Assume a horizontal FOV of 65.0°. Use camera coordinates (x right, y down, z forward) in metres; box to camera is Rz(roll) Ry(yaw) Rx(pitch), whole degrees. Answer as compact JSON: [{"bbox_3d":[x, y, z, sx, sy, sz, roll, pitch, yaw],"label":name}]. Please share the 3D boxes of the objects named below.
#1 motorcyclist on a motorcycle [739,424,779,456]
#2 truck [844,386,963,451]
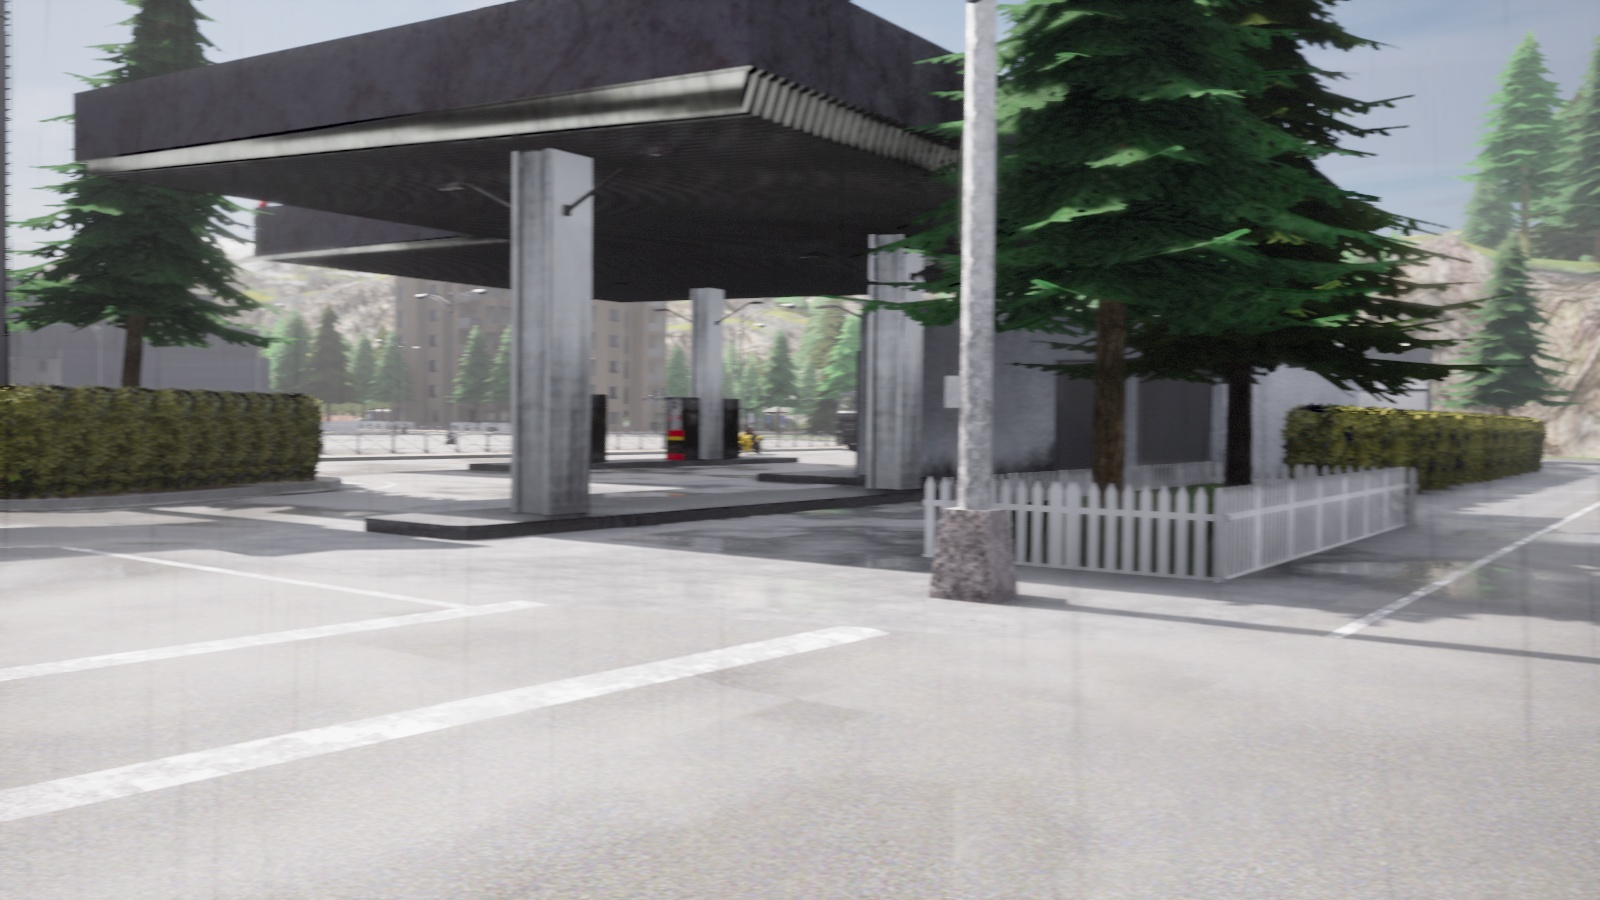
[{"bbox_3d":[-1.950,-0.483,60.595,0.797,1.523,2.044,0,2,37],"label":"motorcyclist on a motorcycle"},{"bbox_3d":[5.950,-1.771,71.028,2.891,3.462,7.936,0,2,37],"label":"truck"}]
